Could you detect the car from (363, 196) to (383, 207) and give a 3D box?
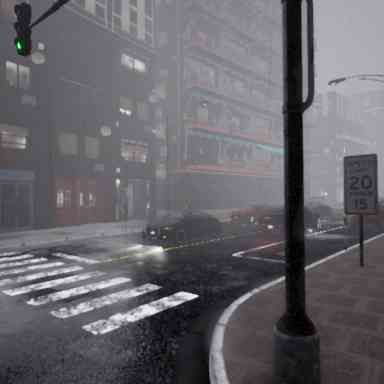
[{"bbox_3d":[26.518,1.364,48.240,1.887,1.381,4.507,0,0,44],"label":"car"}]

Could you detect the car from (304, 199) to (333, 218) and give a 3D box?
[{"bbox_3d":[9.949,1.492,27.321,1.994,1.385,4.181,-1,0,43],"label":"car"}]

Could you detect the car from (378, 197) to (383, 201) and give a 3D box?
[{"bbox_3d":[14.677,1.280,24.282,1.967,1.590,4.097,0,0,43],"label":"car"}]

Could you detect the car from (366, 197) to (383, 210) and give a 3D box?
[{"bbox_3d":[23.353,1.374,41.127,1.837,1.490,4.892,-1,-1,44],"label":"car"}]

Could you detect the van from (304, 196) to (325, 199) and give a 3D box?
[{"bbox_3d":[11.876,1.276,32.988,1.690,1.788,3.998,0,0,43],"label":"van"}]

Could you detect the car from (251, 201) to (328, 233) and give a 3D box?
[{"bbox_3d":[5.512,1.450,18.302,1.837,1.490,4.892,-1,-1,42],"label":"car"}]

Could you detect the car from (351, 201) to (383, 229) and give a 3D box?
[{"bbox_3d":[11.071,1.453,20.401,1.802,1.307,4.206,0,0,43],"label":"car"}]

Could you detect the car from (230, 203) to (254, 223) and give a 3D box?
[{"bbox_3d":[4.666,1.539,25.290,1.887,1.381,4.507,0,0,42],"label":"car"}]

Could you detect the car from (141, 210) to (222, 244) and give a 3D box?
[{"bbox_3d":[-0.386,1.579,15.931,1.994,1.385,4.181,-1,0,42],"label":"car"}]
